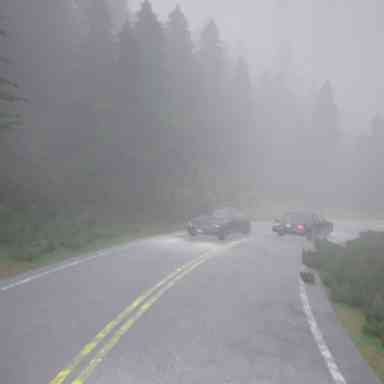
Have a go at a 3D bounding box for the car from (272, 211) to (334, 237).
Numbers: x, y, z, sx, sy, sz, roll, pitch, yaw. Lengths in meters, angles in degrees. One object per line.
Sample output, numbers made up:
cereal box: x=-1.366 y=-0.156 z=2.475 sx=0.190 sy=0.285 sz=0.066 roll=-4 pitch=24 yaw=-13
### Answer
car: x=6.282 y=1.779 z=18.486 sx=2.033 sy=1.411 sz=5.357 roll=4 pitch=1 yaw=37

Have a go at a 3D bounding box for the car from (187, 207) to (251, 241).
car: x=1.553 y=1.506 z=16.948 sx=1.812 sy=1.442 sz=4.674 roll=3 pitch=1 yaw=31
